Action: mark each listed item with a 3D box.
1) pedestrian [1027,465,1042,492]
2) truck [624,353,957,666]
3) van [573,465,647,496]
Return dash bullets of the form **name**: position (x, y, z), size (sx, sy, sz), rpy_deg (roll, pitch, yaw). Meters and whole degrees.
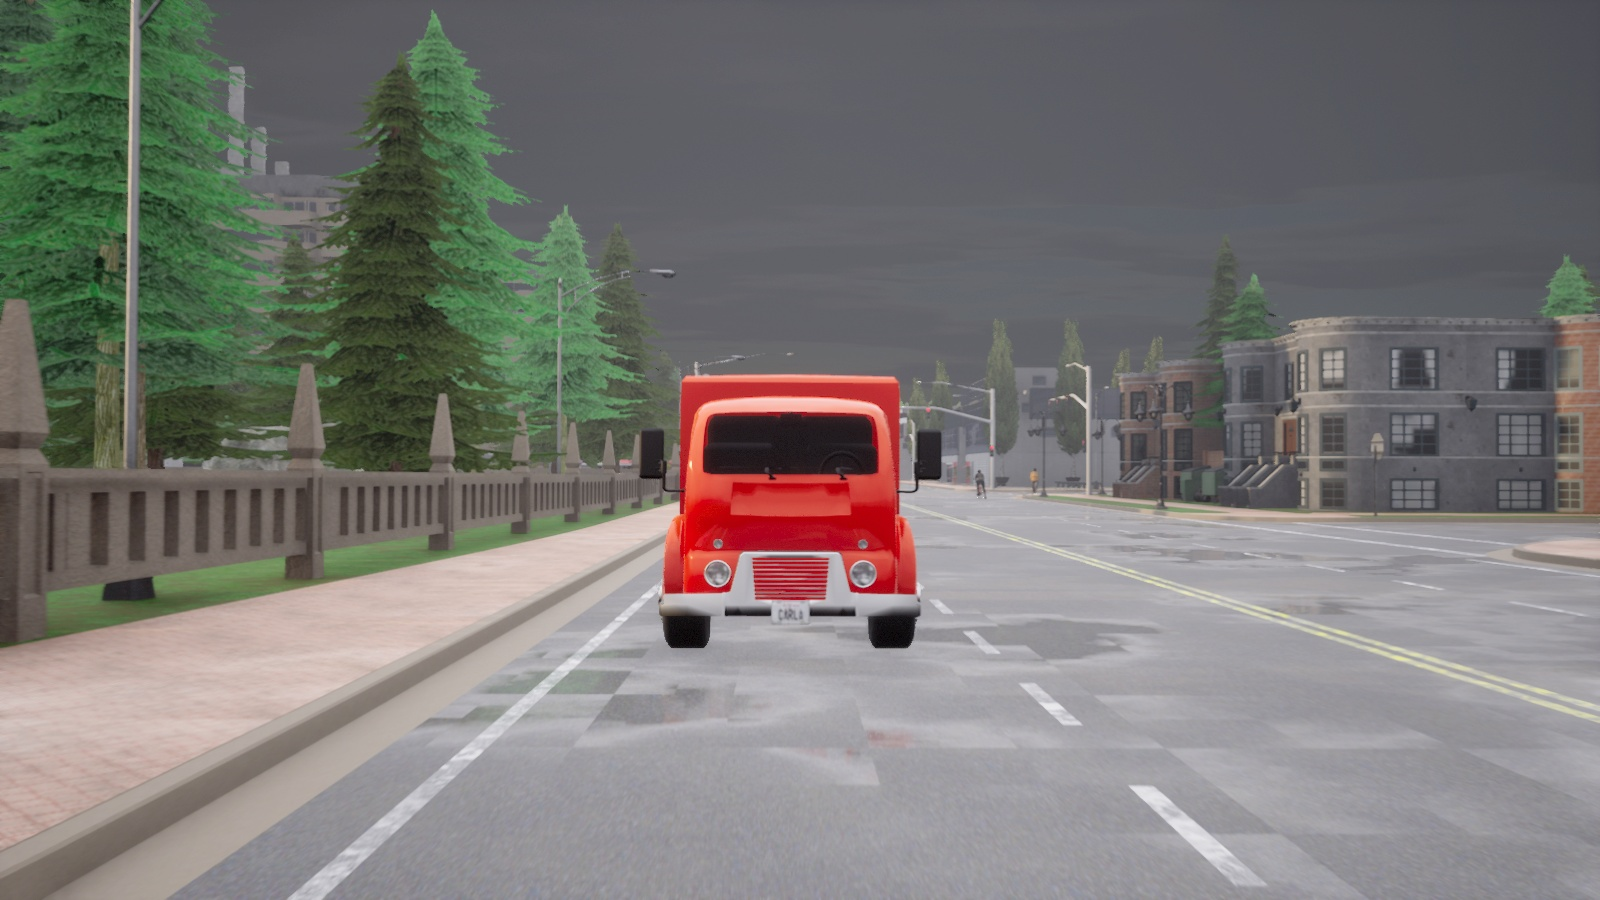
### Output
- **pedestrian**: position (16.058, 1.950, 85.975), size (0.874, 1.855, 0.900), rpy_deg (0, -1, 1)
- **truck**: position (-0.108, 0.547, 12.540), size (2.627, 2.467, 5.204), rpy_deg (0, -2, -1)
- **van**: position (-12.122, 1.938, 80.290), size (4.442, 1.987, 1.775), rpy_deg (0, -1, 0)
